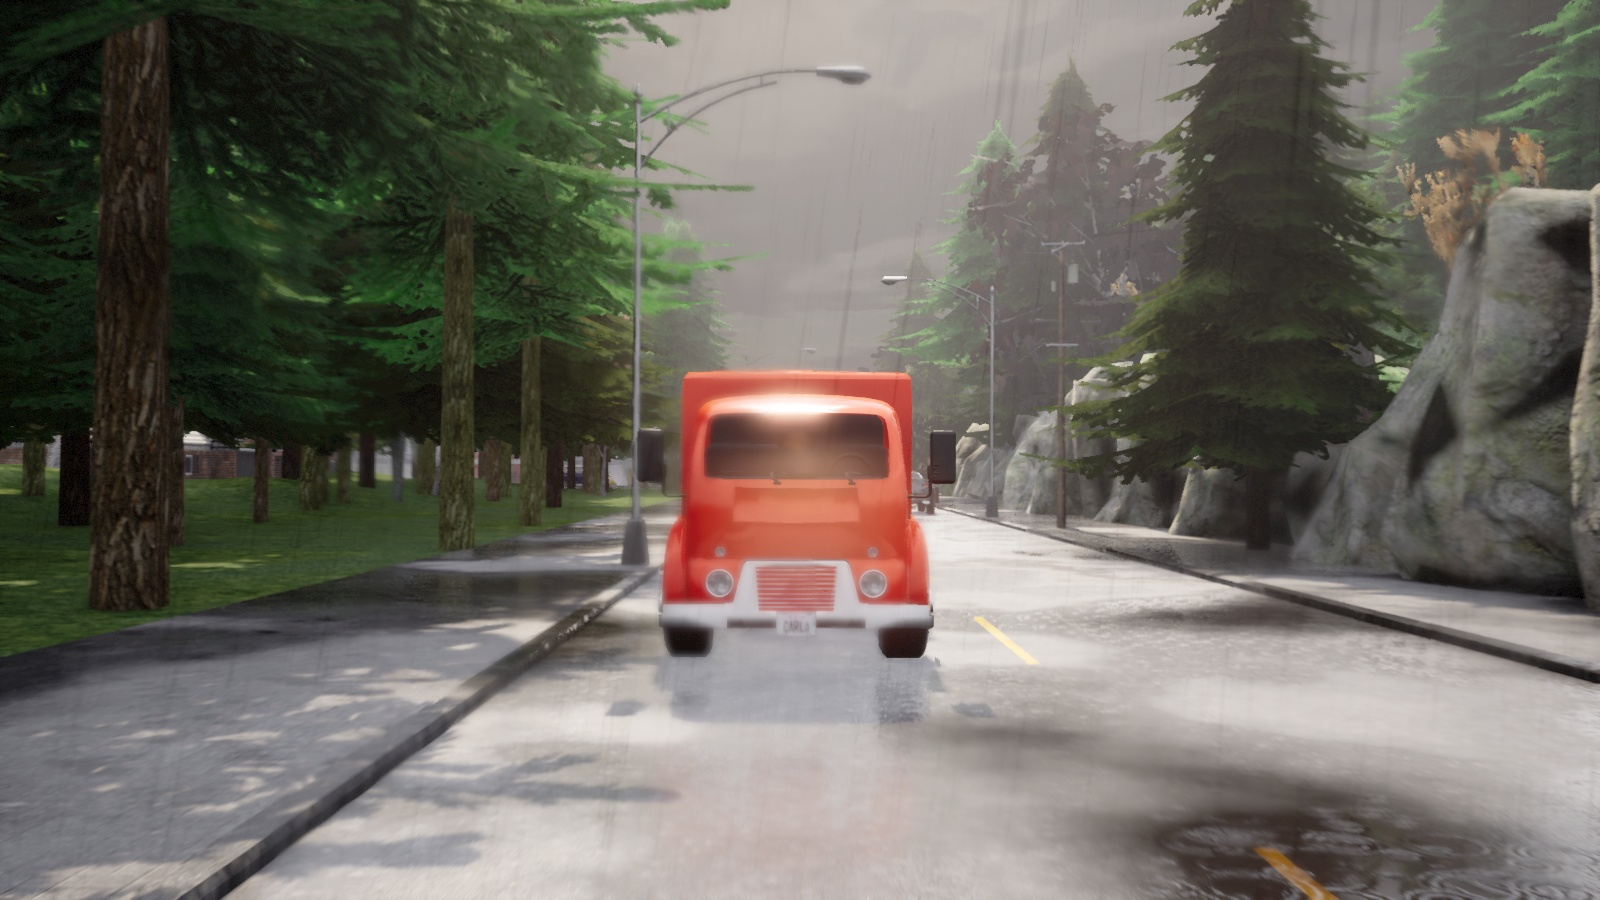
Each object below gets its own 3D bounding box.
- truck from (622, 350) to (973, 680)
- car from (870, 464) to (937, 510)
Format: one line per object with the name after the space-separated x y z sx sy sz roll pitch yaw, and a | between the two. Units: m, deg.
-0.030 0.530 12.035 2.627 2.467 5.204 0 -1 0 | truck
3.886 1.383 48.070 2.152 1.651 5.027 0 -1 0 | car
